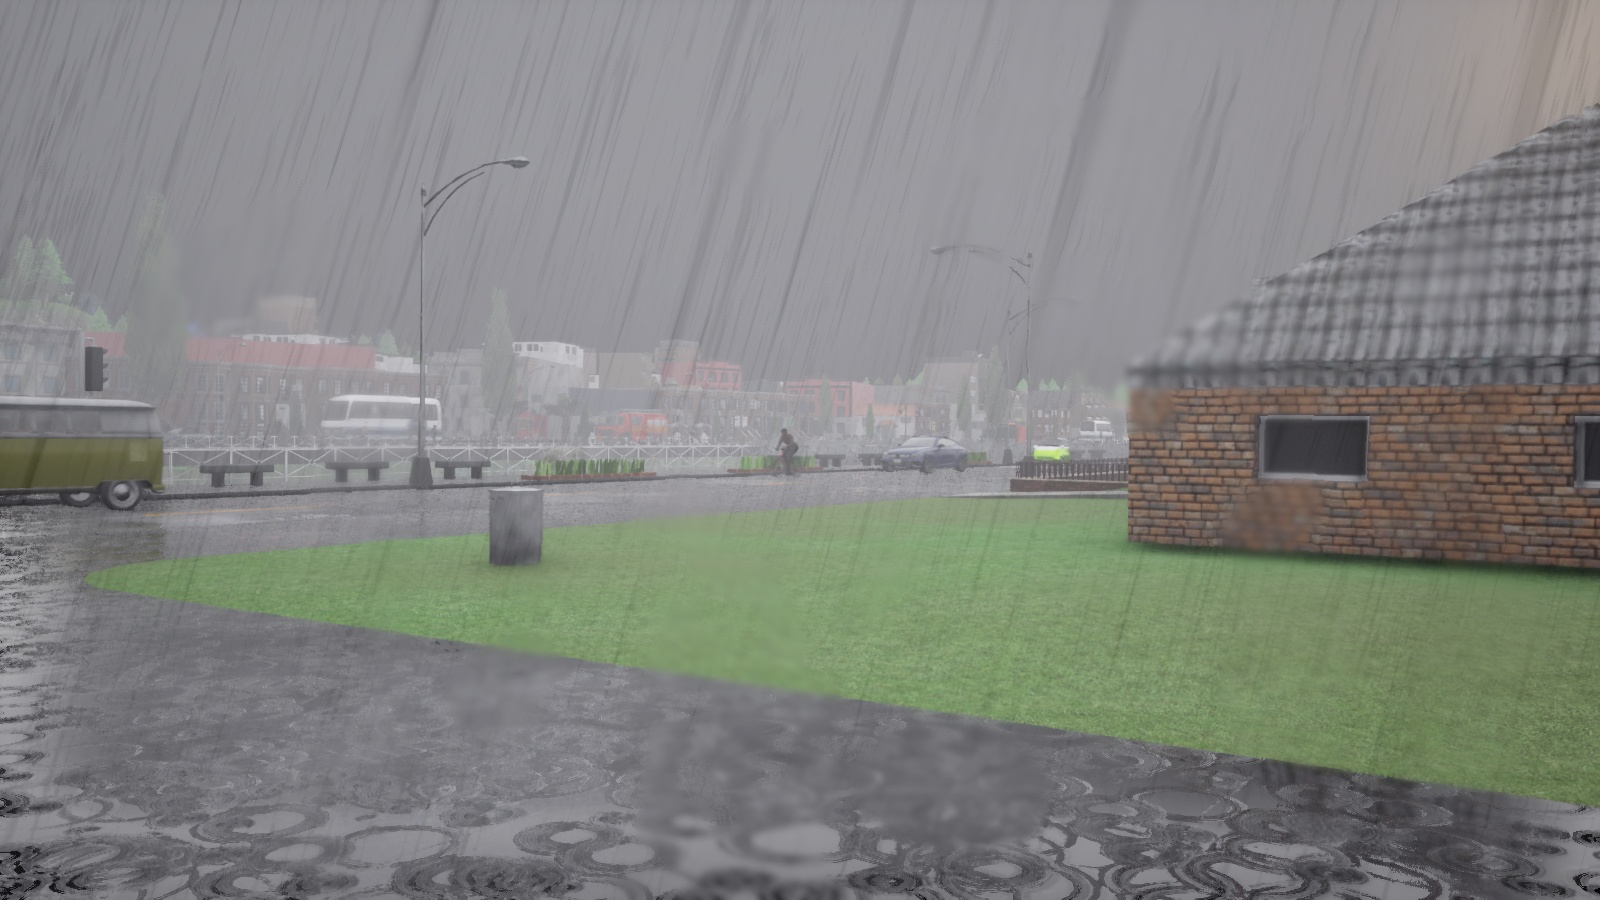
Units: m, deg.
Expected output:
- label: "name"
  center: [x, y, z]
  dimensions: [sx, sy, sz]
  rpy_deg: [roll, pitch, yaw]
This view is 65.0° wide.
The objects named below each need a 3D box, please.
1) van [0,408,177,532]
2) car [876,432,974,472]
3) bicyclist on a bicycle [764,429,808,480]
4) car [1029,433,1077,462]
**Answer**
- label: "van"
  center: [-13.221, 0.314, 21.292]
  dimensions: [1.775, 1.987, 4.442]
  rpy_deg: [0, 1, 34]
- label: "car"
  center: [4.890, 0.050, 48.566]
  dimensions: [1.812, 1.442, 4.674]
  rpy_deg: [0, 1, 34]
- label: "bicyclist on a bicycle"
  center: [-0.442, 0.135, 40.536]
  dimensions: [0.582, 1.620, 1.656]
  rpy_deg: [0, 1, 34]
- label: "car"
  center: [11.915, -0.129, 59.144]
  dimensions: [1.481, 1.376, 2.207]
  rpy_deg: [0, 1, 34]
